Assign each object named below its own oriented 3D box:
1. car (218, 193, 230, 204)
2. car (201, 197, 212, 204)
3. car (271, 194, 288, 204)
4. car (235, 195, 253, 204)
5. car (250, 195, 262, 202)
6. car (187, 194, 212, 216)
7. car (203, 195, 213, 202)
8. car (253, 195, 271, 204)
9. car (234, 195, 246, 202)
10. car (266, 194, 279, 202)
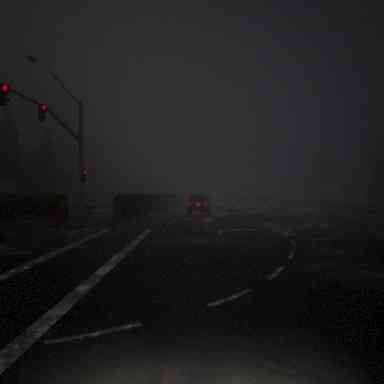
[{"bbox_3d":[6.323,1.461,63.557,1.882,1.535,5.008,0,0,4],"label":"car"},{"bbox_3d":[2.861,1.589,64.236,1.895,1.301,4.718,0,0,4],"label":"car"},{"bbox_3d":[16.827,1.447,63.270,1.882,1.535,5.008,0,0,4],"label":"car"},{"bbox_3d":[9.841,1.331,63.708,2.097,1.767,4.553,0,0,4],"label":"car"},{"bbox_3d":[13.949,1.357,72.653,1.994,1.385,4.181,0,0,4],"label":"car"},{"bbox_3d":[0.728,1.216,32.445,2.150,2.045,5.566,0,0,4],"label":"car"},{"bbox_3d":[3.472,1.344,73.356,2.128,1.511,4.902,0,0,4],"label":"car"},{"bbox_3d":[13.386,1.326,64.272,2.097,1.767,4.553,0,0,4],"label":"car"},{"bbox_3d":[10.456,1.335,72.888,2.128,1.511,4.902,0,0,4],"label":"car"},{"bbox_3d":[17.441,1.300,72.419,1.837,1.490,4.892,0,0,4],"label":"car"}]
